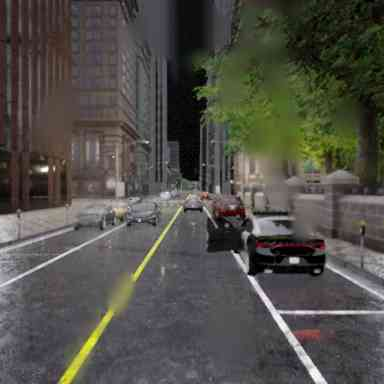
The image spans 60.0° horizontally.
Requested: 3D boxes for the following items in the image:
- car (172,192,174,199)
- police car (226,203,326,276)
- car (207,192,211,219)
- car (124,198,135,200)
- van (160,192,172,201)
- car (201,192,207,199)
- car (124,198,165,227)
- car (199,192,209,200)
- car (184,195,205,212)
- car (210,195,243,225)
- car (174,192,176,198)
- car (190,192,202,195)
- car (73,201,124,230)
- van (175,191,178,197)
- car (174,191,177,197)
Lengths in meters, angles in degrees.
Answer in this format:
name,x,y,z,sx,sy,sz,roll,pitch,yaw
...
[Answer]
name,x,y,z,sx,sy,sz,roll,pitch,yaw
car,-5.596,1.032,74.204,1.967,1.590,4.097,0,0,0
police car,2.388,1.376,10.336,1.930,1.638,5.238,0,0,0
car,2.833,1.156,31.050,2.192,1.841,5.009,0,0,0
car,-5.706,1.398,25.365,1.752,1.417,4.829,0,0,0
van,-5.608,0.961,68.763,1.690,1.788,3.998,0,0,0
car,2.930,0.908,74.193,2.192,1.841,5.009,0,0,0
car,-3.052,1.398,21.758,1.837,1.490,4.892,0,0,0
car,2.942,0.881,79.634,2.192,1.841,5.009,0,0,0
car,0.133,1.378,35.426,1.994,1.385,4.181,0,0,1
car,2.821,1.188,25.525,2.192,1.841,5.009,0,0,0
car,-5.584,1.110,79.646,1.887,1.381,4.507,0,0,0
car,0.157,1.213,48.749,1.882,1.535,5.008,0,0,1
car,-5.719,1.453,20.011,2.008,1.369,4.403,0,0,0
van,-5.559,0.855,90.528,1.690,1.788,3.998,0,0,0
car,-5.572,1.105,85.087,1.947,1.339,4.313,0,0,0
